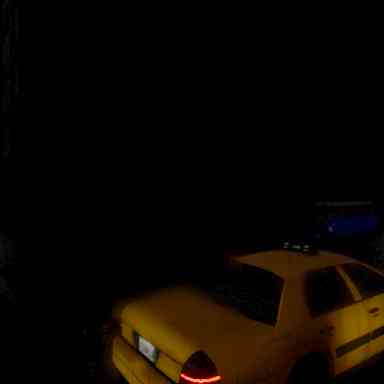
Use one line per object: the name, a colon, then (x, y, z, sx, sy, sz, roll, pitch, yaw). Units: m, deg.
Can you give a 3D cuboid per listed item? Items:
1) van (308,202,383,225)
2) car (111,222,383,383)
van: (7.074, 1.342, 15.444, 3.998, 1.788, 1.690, 0, 0, -36)
car: (1.656, 1.455, 4.614, 5.366, 1.575, 1.801, 0, 0, -35)
